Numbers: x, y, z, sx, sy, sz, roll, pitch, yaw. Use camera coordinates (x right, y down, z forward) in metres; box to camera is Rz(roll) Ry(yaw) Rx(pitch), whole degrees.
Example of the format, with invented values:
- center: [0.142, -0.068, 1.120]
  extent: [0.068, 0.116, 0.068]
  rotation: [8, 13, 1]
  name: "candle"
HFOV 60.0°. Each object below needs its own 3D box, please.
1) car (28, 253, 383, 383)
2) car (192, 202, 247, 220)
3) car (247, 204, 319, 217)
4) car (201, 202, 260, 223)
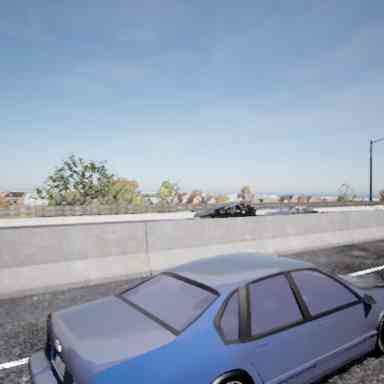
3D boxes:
- center: [0.878, 1.567, 4.382]
  extent: [5.357, 1.411, 2.033]
  rotation: [0, 0, -36]
  name: "car"
- center: [2.257, 1.601, 22.797]
  extent: [4.892, 1.490, 1.837]
  rotation: [0, 0, -35]
  name: "car"
- center: [6.182, 1.602, 21.285]
  extent: [4.902, 1.511, 2.128]
  rotation: [0, 0, -35]
  name: "car"
- center: [3.302, 1.627, 27.820]
  extent: [4.892, 1.490, 1.837]
  rotation: [0, 0, -35]
  name: "car"
